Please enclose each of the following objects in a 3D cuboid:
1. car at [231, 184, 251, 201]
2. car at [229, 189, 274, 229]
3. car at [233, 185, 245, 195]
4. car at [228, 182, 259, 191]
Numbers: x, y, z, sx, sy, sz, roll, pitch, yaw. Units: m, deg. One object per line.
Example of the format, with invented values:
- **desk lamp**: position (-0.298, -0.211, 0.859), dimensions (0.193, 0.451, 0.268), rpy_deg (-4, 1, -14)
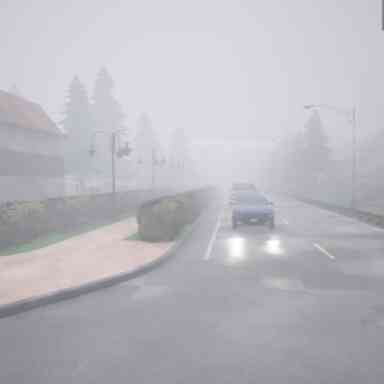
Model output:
- **car**: position (5.476, 0.030, 37.450), dimensions (2.097, 1.767, 4.553), rpy_deg (-1, 2, 7)
- **car**: position (2.925, 0.844, 16.582), dimensions (1.882, 1.535, 5.008), rpy_deg (-1, 2, 7)
- **car**: position (7.417, -0.335, 52.756), dimensions (1.882, 1.535, 5.008), rpy_deg (-1, 2, 7)
- **car**: position (4.219, 0.238, 27.197), dimensions (2.150, 2.045, 5.566), rpy_deg (-1, 2, 7)
